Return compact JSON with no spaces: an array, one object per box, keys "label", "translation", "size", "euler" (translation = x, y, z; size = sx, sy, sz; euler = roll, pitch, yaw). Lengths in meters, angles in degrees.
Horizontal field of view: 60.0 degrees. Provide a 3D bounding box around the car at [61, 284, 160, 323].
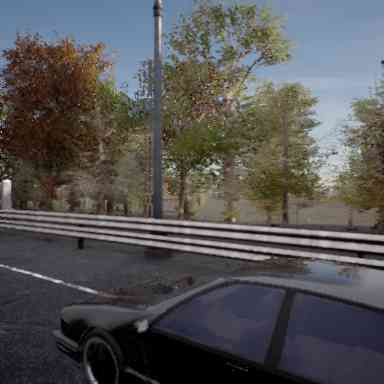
[{"label":"car","translation":[0.944,1.355,2.974],"size":[5.357,1.411,2.033],"euler":[0,0,38]}]
